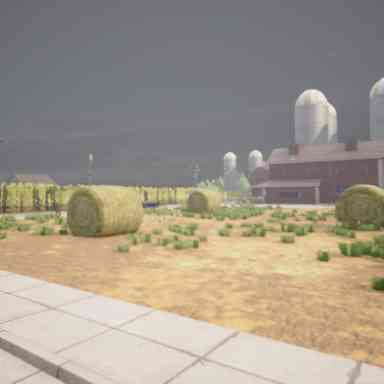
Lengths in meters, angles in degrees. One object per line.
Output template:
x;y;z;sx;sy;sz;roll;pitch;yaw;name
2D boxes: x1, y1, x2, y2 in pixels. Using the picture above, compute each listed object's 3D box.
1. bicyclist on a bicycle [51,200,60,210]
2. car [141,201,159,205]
-14.367;1.688;35.055;1.656;1.620;0.582;-1;-1;33;bicyclist on a bicycle
-7.314;2.043;53.364;1.895;1.301;4.718;-1;0;33;car
